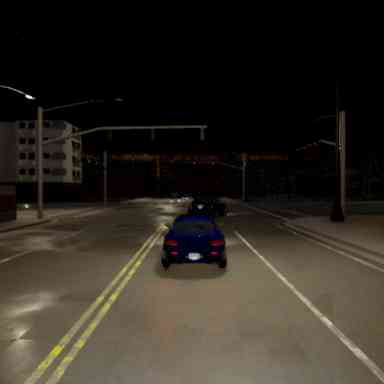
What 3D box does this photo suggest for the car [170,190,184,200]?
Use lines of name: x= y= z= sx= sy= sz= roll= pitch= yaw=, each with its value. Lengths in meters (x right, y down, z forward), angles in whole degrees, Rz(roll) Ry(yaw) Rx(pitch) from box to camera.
car: x=-3.490 y=0.637 z=72.408 sx=2.150 sy=2.045 sz=5.566 roll=0 pitch=0 yaw=0

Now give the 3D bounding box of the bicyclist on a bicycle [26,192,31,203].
bicyclist on a bicycle: x=-25.419 y=0.880 z=51.656 sx=0.582 sy=1.620 sz=1.656 roll=0 pitch=1 yaw=0

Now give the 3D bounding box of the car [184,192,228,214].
car: x=1.329 y=1.110 z=26.260 sx=2.097 sy=1.767 sz=4.553 roll=0 pitch=1 yaw=20

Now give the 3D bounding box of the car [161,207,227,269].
car: x=0.071 y=1.437 z=10.750 sx=1.812 sy=1.442 sz=4.674 roll=0 pitch=1 yaw=0
